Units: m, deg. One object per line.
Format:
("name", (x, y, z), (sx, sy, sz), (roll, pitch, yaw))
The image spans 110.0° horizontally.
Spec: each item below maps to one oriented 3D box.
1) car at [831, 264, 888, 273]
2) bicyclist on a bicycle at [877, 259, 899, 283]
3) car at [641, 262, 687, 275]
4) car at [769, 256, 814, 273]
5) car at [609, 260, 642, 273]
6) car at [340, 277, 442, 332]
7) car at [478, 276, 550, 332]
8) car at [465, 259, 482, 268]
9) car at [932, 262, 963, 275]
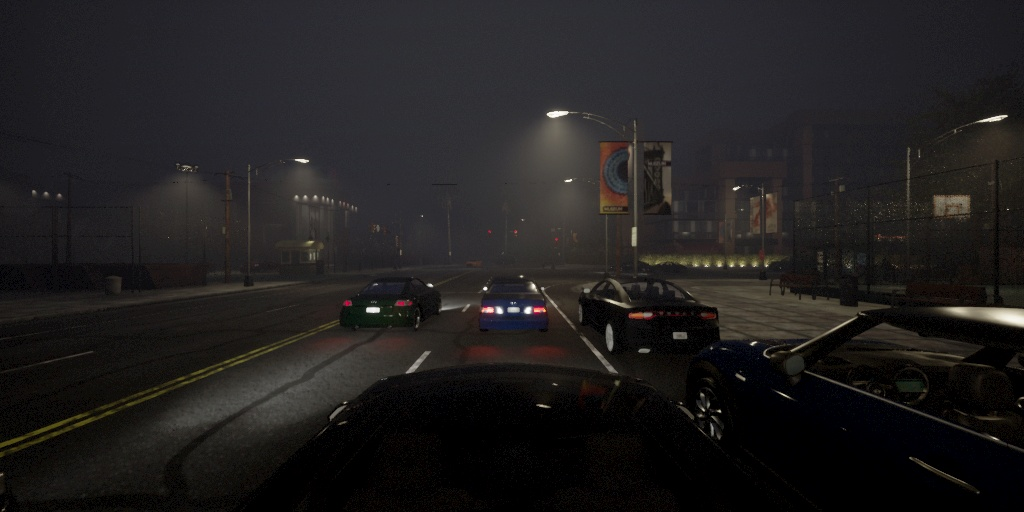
("car", (38.239, 1.351, 39.541), (4.718, 1.301, 1.895), (0, 0, 0))
("bicyclist on a bicycle", (26.060, 1.050, 24.979), (0.582, 1.620, 1.656), (0, 0, -1))
("car", (16.948, 1.313, 39.394), (4.181, 1.385, 1.994), (0, 0, 0))
("car", (34.053, 0.972, 43.023), (5.566, 2.045, 2.150), (0, 0, 0))
("car", (14.090, 1.254, 42.965), (4.892, 1.490, 1.837), (0, 0, 1))
("car", (-3.444, 1.314, 10.930), (1.994, 1.385, 4.181), (0, 0, 0))
("car", (0.055, 1.297, 10.827), (2.033, 1.411, 5.357), (0, 0, 0))
("car", (-6.380, 1.227, 60.017), (1.882, 1.535, 5.008), (0, 0, 10))
("car", (45.154, 1.314, 36.046), (4.181, 1.385, 1.994), (0, 0, -1))
